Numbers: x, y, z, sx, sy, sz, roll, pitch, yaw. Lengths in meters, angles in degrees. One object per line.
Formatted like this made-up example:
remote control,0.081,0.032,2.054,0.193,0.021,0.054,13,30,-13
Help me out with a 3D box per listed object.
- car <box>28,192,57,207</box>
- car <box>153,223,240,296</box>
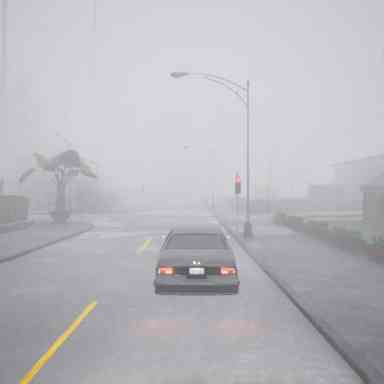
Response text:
car,-19.730,0.985,43.886,1.905,1.878,3.866,0,0,35
car,0.103,1.547,8.835,2.033,1.411,5.357,0,0,0
